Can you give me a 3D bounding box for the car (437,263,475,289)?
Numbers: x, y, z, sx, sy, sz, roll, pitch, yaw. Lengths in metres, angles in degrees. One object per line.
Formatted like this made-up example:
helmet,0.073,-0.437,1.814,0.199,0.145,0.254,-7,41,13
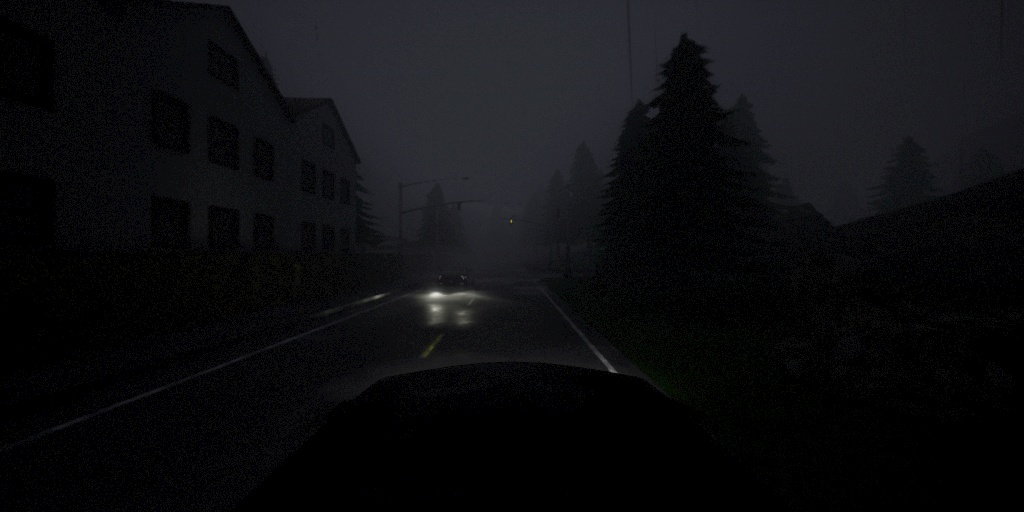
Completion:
car,-3.510,1.187,23.033,1.882,1.535,5.008,0,0,0
